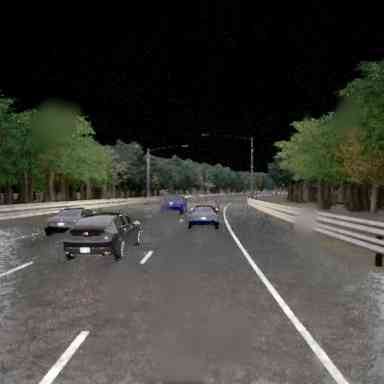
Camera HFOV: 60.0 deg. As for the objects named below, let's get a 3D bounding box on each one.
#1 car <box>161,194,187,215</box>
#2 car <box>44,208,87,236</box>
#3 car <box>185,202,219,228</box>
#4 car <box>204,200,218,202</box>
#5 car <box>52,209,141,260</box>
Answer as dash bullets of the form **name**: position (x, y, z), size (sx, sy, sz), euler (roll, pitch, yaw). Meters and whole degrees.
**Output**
- **car**: position (-1.785, 1.260, 34.845), size (2.150, 2.045, 5.566), euler (0, 0, 5)
- **car**: position (-6.398, 1.565, 18.467), size (1.994, 1.385, 4.181), euler (0, 0, 3)
- **car**: position (0.823, 1.582, 22.439), size (1.994, 1.385, 4.181), euler (0, 0, 3)
- **car**: position (2.302, 1.623, 40.612), size (1.994, 1.385, 4.181), euler (0, 0, 6)
- **car**: position (-3.143, 1.504, 12.428), size (1.837, 1.490, 4.892), euler (0, 0, 2)
